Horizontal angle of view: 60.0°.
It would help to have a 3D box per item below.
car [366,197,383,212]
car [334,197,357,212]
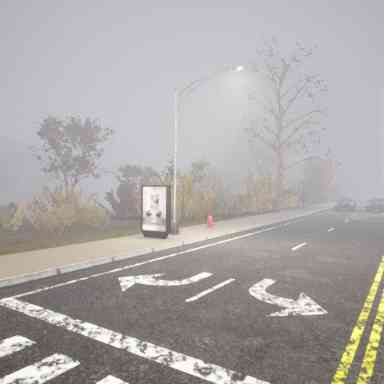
[{"bbox_3d":[21.279,1.393,38.300,2.097,1.767,4.553,0,0,30],"label":"car"},{"bbox_3d":[18.465,1.391,39.926,2.097,1.767,4.553,0,0,30],"label":"car"}]
